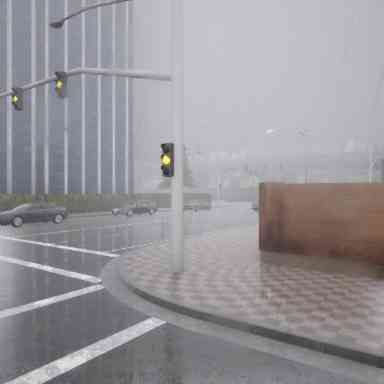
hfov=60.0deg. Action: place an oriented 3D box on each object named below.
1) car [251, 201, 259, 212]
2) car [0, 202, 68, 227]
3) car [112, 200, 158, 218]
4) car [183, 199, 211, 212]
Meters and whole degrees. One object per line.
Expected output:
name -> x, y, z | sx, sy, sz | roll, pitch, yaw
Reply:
car -> 8.656, 1.547, 38.099 | 2.033, 1.411, 5.357 | 0, 0, 35
car -> -10.967, 1.505, 22.907 | 1.837, 1.490, 4.892 | 0, 0, 35
car -> -5.258, 1.491, 30.936 | 2.128, 1.511, 4.902 | 0, 0, 35
car -> 0.519, 1.564, 39.040 | 1.994, 1.385, 4.181 | 0, 0, 35
